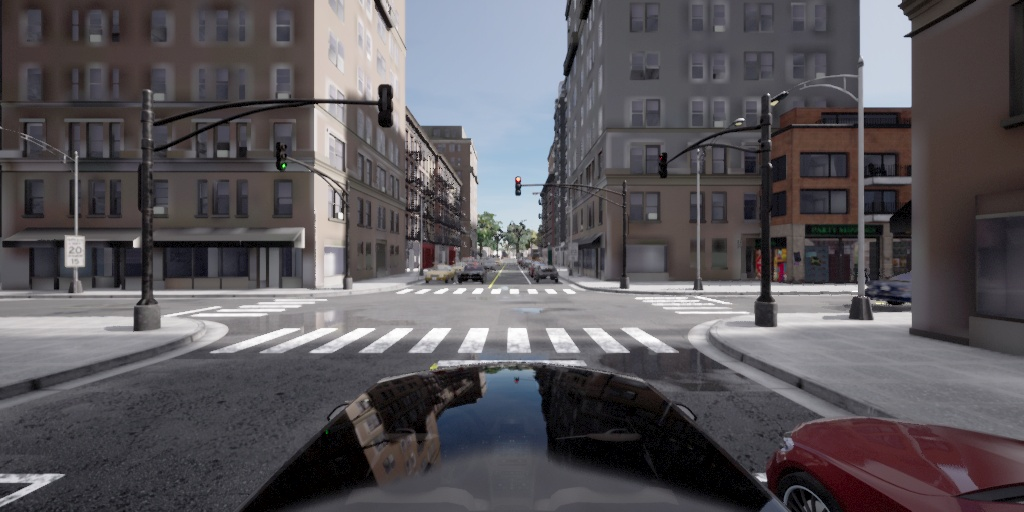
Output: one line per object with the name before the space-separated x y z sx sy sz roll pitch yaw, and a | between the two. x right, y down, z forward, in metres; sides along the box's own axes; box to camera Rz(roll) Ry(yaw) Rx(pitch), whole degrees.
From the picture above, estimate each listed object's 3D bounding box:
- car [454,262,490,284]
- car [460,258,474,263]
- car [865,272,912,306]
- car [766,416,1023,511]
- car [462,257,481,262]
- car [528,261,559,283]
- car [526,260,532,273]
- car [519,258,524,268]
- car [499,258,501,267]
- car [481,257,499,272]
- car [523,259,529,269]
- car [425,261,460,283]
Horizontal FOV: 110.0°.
car | -2.887 1.348 26.747 1.895 1.301 4.718 0 0 -1
car | -5.487 1.273 38.581 1.751 1.417 4.829 0 0 0
car | 16.116 1.211 13.054 5.357 1.411 2.033 0 0 0
car | 2.640 1.332 0.796 1.802 1.307 4.207 0 0 0
car | -5.497 1.063 44.233 2.192 1.841 5.009 0 0 0
car | 2.584 1.298 27.804 2.007 1.370 4.403 0 0 0
car | 2.573 1.293 33.286 1.888 1.381 4.507 0 0 0
car | 2.528 1.299 55.213 2.007 1.370 4.403 0 0 0
car | -2.874 1.032 62.410 1.882 1.535 5.008 0 0 0
car | -2.934 1.252 45.755 1.837 1.490 4.892 0 0 0
car | 2.562 1.298 38.768 2.007 1.370 4.403 0 0 0
car | -5.469 1.273 27.618 1.751 1.417 4.829 0 0 0
